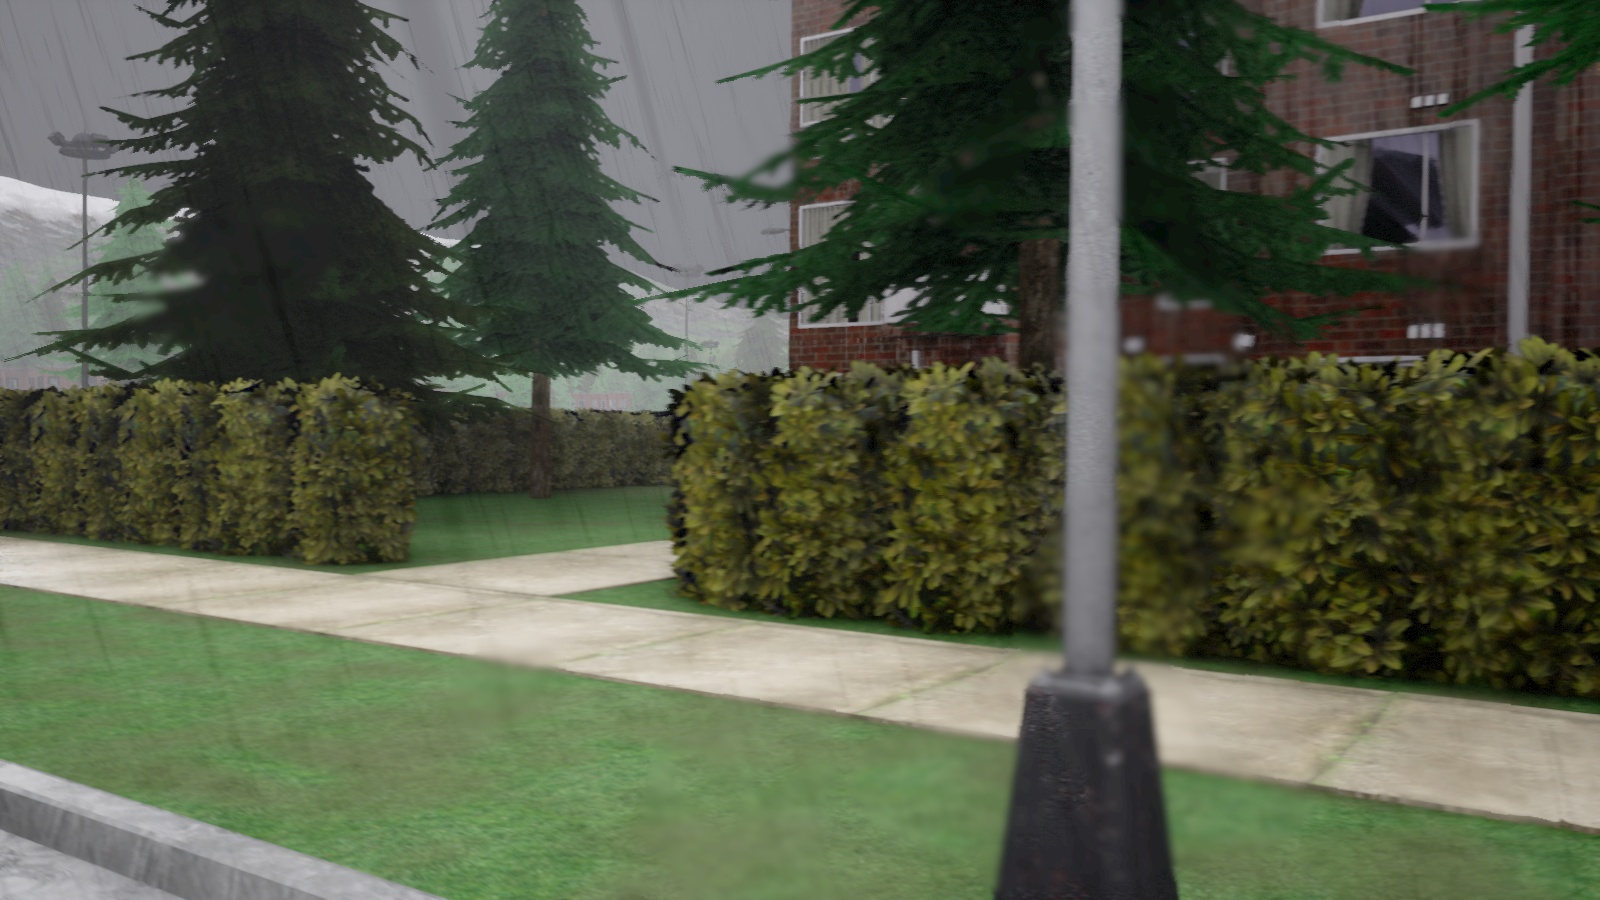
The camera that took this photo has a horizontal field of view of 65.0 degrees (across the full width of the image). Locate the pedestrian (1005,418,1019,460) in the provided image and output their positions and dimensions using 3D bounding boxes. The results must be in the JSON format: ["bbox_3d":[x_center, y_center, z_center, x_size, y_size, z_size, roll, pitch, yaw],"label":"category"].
[{"bbox_3d":[9.315,-0.477,55.169,0.345,1.836,0.594,0,1,35],"label":"pedestrian"}]
